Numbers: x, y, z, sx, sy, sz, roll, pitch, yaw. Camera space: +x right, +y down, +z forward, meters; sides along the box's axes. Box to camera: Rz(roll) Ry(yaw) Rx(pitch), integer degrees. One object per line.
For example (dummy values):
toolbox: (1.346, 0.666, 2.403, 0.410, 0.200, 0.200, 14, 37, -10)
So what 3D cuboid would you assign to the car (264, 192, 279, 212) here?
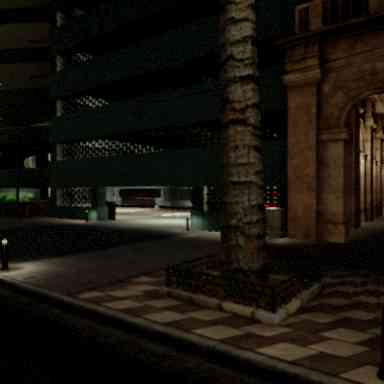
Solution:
car: (5.058, 1.017, 22.147, 5.566, 2.045, 2.435, 0, 0, 36)
